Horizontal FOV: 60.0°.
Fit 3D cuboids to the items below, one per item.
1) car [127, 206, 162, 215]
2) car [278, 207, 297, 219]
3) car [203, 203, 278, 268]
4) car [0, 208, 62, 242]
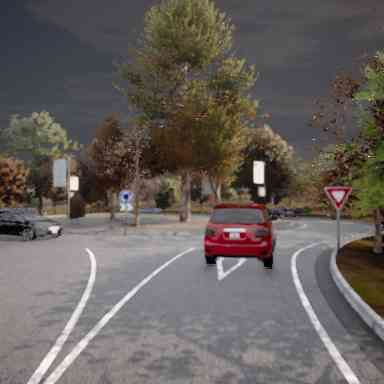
[{"bbox_3d":[-7.253,2.754,50.436,5.357,1.411,2.033,1,-2,-14],"label":"car"},{"bbox_3d":[11.178,2.610,42.339,2.128,1.511,4.902,1,-2,-27],"label":"car"},{"bbox_3d":[1.932,1.438,12.341,2.150,2.045,5.566,-1,-2,15],"label":"car"},{"bbox_3d":[-9.604,1.905,19.031,4.902,1.511,2.128,-1,-2,26],"label":"car"}]
